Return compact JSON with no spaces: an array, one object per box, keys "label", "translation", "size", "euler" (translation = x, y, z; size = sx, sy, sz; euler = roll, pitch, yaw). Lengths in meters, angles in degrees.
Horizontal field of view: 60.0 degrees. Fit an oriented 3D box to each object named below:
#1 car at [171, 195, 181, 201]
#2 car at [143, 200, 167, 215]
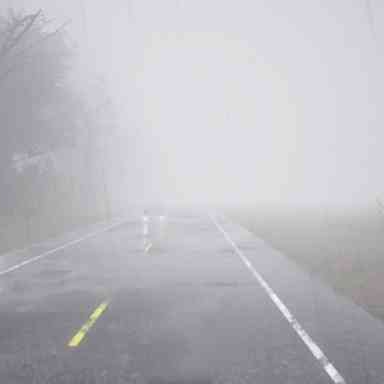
[{"label":"car","translation":[-3.522,1.401,73.378],"size":[1.895,1.301,4.718],"euler":[0,0,0]},{"label":"car","translation":[-3.605,1.479,32.779],"size":[1.812,1.442,4.674],"euler":[0,0,0]}]
